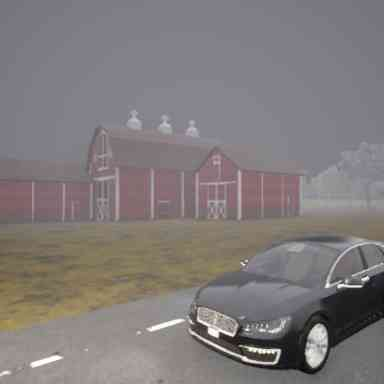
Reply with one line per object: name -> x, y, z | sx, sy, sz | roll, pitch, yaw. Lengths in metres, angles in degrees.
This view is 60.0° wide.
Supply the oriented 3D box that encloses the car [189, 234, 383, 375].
car -> 2.159, 1.563, 5.820 | 4.892, 1.490, 1.837 | 0, -1, -39
